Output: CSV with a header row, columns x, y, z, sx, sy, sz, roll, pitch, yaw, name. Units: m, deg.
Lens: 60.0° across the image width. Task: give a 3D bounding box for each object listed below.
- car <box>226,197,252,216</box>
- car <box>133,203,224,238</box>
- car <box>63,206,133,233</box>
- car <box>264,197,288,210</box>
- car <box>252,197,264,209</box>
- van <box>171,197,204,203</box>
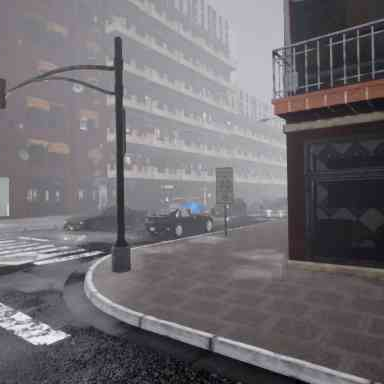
x,y,z,sx,sy,sz,roll,pitch,yaw,name
3.531,1.317,31.791,2.097,1.767,4.553,-1,-1,36,car
-0.524,1.435,16.821,2.008,1.369,4.403,-1,-1,36,car
-4.926,1.545,19.973,2.033,1.411,5.357,-1,-1,36,car
11.571,1.415,42.944,1.882,1.535,5.008,-1,-1,36,car
9.284,1.430,44.053,1.967,1.590,4.097,-1,-1,36,car
-0.448,1.365,30.466,1.690,1.788,3.998,-1,-1,36,van
